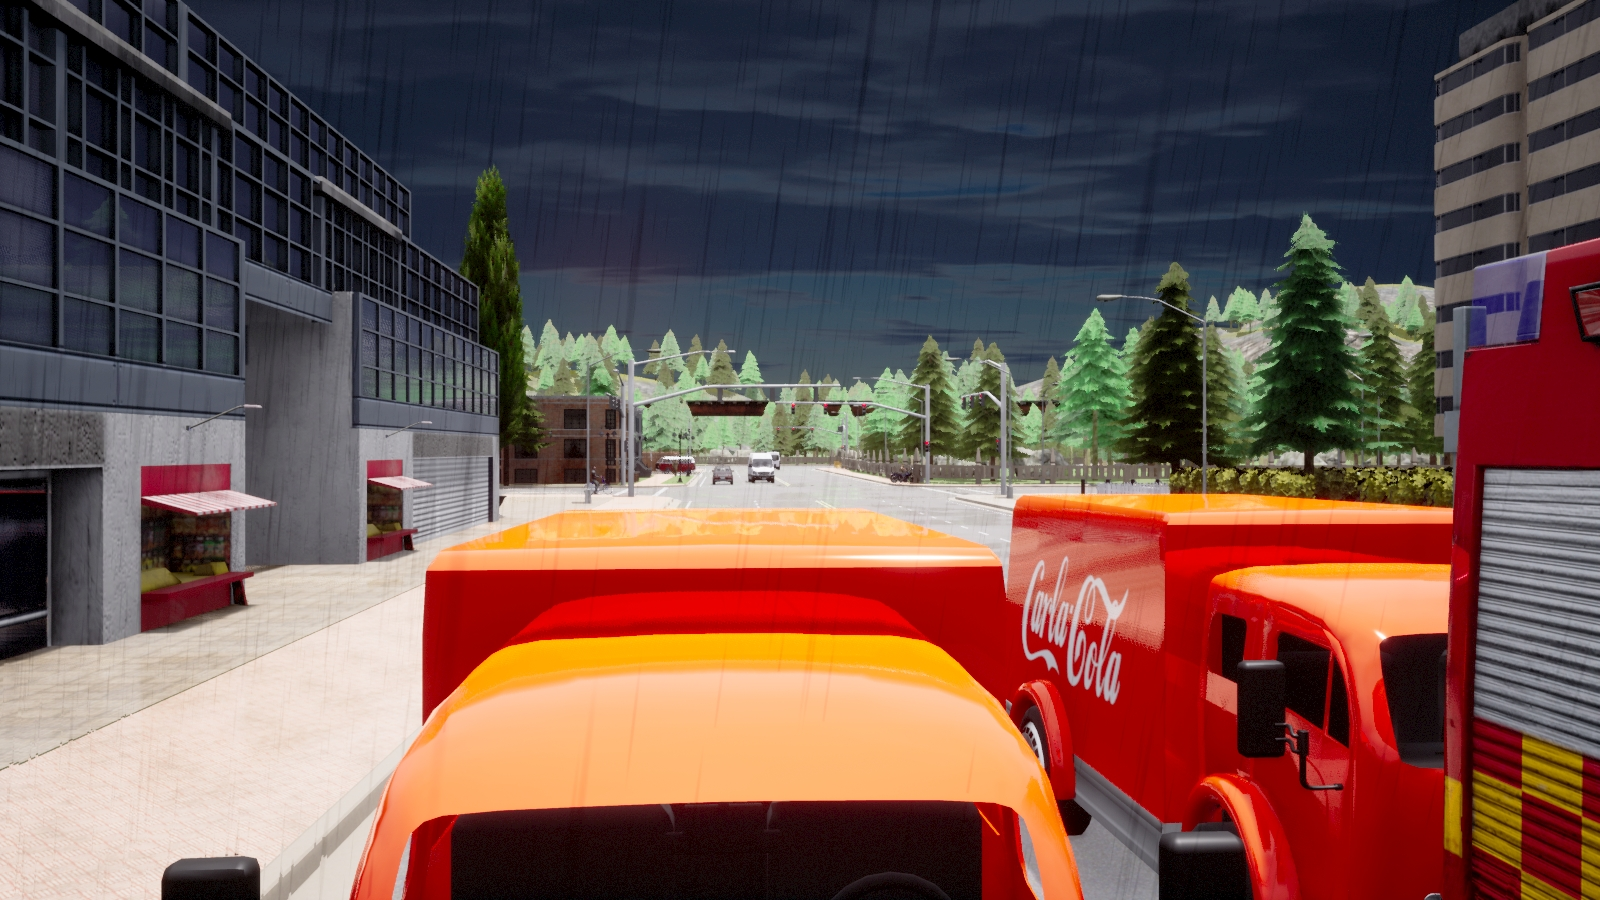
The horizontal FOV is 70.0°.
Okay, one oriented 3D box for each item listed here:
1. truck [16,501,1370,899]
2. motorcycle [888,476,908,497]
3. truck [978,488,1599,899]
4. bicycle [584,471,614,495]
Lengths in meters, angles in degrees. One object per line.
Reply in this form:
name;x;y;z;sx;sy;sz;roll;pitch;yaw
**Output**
truck;-0.347;1.568;4.821;2.627;2.467;5.204;0;0;-4
motorcycle;5.944;2.205;69.519;0.867;1.251;2.209;0;0;-4
truck;3.003;1.568;7.234;2.627;2.467;5.204;0;0;-4
bicycle;-12.531;2.060;71.198;1.835;1.471;0.329;0;0;-11
